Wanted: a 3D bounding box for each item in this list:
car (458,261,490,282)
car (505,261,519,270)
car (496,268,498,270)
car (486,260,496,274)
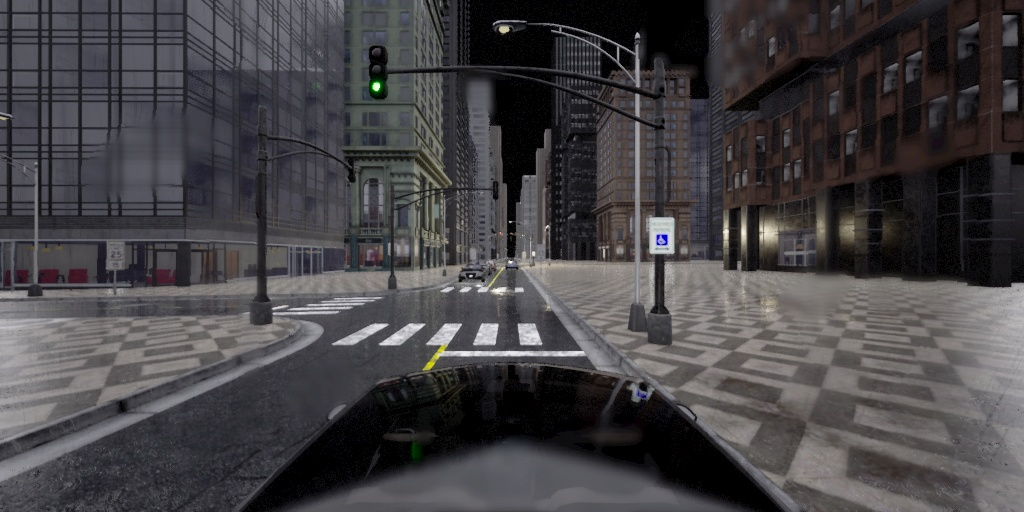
[{"bbox_3d":[-3.108,1.331,28.932,1.994,1.385,4.181,0,0,0],"label":"car"},{"bbox_3d":[-0.008,1.357,53.345,1.994,1.385,4.181,0,0,0],"label":"car"},{"bbox_3d":[-3.086,1.313,48.209,1.812,1.442,4.674,0,0,0],"label":"car"},{"bbox_3d":[-3.101,1.266,37.903,2.128,1.511,4.902,0,0,0],"label":"car"}]
